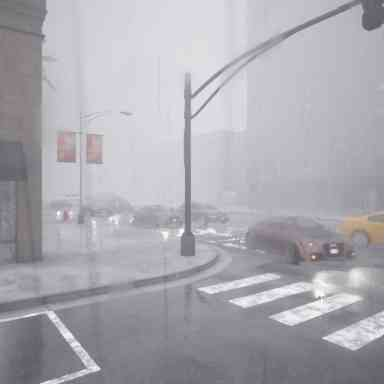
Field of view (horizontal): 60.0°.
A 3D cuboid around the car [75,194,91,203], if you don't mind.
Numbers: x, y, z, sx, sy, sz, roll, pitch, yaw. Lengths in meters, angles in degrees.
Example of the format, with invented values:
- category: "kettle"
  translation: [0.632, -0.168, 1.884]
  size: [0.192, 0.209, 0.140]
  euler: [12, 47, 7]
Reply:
- category: "car"
  translation: [-21.521, 1.244, 65.484]
  size: [2.097, 1.767, 4.553]
  euler: [0, 0, -32]

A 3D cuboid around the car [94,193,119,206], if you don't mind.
- category: "car"
  translation: [-14.410, 1.132, 55.718]
  size: [2.150, 2.045, 5.566]
  euler: [0, 0, -36]

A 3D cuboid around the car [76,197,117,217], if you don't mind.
- category: "car"
  translation: [-9.094, 1.484, 31.344]
  size: [1.812, 1.442, 4.674]
  euler: [0, 0, -35]

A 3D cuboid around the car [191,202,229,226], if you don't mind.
- category: "car"
  translation: [0.577, 1.477, 23.468]
  size: [1.837, 1.490, 4.892]
  euler: [0, 0, -36]

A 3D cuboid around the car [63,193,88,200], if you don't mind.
- category: "car"
  translation: [-17.526, 1.152, 48.726]
  size: [2.150, 2.045, 5.566]
  euler: [0, 0, -35]

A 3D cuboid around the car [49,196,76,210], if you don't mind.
- category: "car"
  translation: [-16.412, 1.540, 41.537]
  size: [1.895, 1.301, 4.718]
  euler: [0, 0, -35]

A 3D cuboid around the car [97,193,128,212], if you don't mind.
- category: "car"
  translation: [-7.961, 1.302, 35.324]
  size: [2.097, 1.767, 4.553]
  euler: [0, 0, -36]

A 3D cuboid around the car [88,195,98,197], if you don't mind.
- category: "car"
  translation: [-17.291, 1.267, 54.160]
  size: [2.097, 1.767, 4.553]
  euler: [0, 0, -36]

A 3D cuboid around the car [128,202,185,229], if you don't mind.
- category: "car"
  translation: [-2.222, 1.540, 21.798]
  size: [1.994, 1.385, 4.181]
  euler: [0, 0, -36]

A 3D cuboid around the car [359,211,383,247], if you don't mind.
- category: "car"
  translation: [8.329, 1.471, 12.714]
  size: [1.882, 1.535, 5.008]
  euler: [0, 0, -36]

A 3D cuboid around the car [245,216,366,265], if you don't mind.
- category: "car"
  translation: [3.564, 1.559, 11.698]
  size: [1.994, 1.385, 4.181]
  euler: [0, 0, -19]
